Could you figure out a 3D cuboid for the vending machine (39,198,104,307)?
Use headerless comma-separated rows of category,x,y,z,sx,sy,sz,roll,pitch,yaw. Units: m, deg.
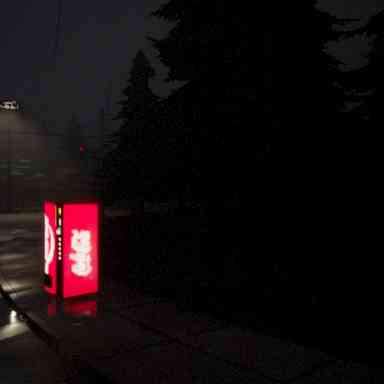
vending machine,-2.607,1.195,7.209,1.100,2.100,0.880,0,0,-39
